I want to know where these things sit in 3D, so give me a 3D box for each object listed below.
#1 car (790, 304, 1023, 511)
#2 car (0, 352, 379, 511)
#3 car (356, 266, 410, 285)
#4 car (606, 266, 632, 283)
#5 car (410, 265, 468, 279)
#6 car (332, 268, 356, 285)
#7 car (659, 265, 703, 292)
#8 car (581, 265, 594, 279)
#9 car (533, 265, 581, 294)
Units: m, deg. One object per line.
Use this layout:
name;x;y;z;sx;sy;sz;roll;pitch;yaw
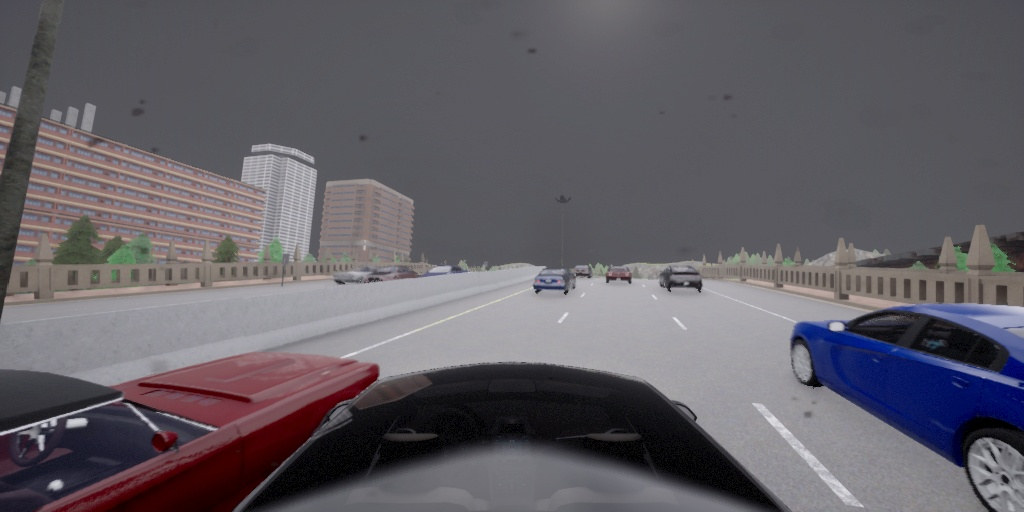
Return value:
car;4.942;1.243;3.777;1.882;1.535;5.008;0;0;16
car;-2.850;1.345;2.042;1.895;1.301;4.718;0;0;16
car;-7.773;1.346;23.484;1.994;1.385;4.181;0;0;16
car;8.535;1.448;28.738;1.895;1.301;4.718;0;-1;16
car;-4.291;1.314;22.926;1.812;1.442;4.674;0;0;16
car;-10.668;1.382;26.071;1.895;1.301;4.718;0;0;16
car;10.180;1.311;21.844;2.128;1.511;4.902;0;0;16
car;7.423;1.624;37.474;2.033;1.411;5.357;0;-3;16
car;2.580;1.347;20.770;2.033;1.411;5.357;0;0;16
